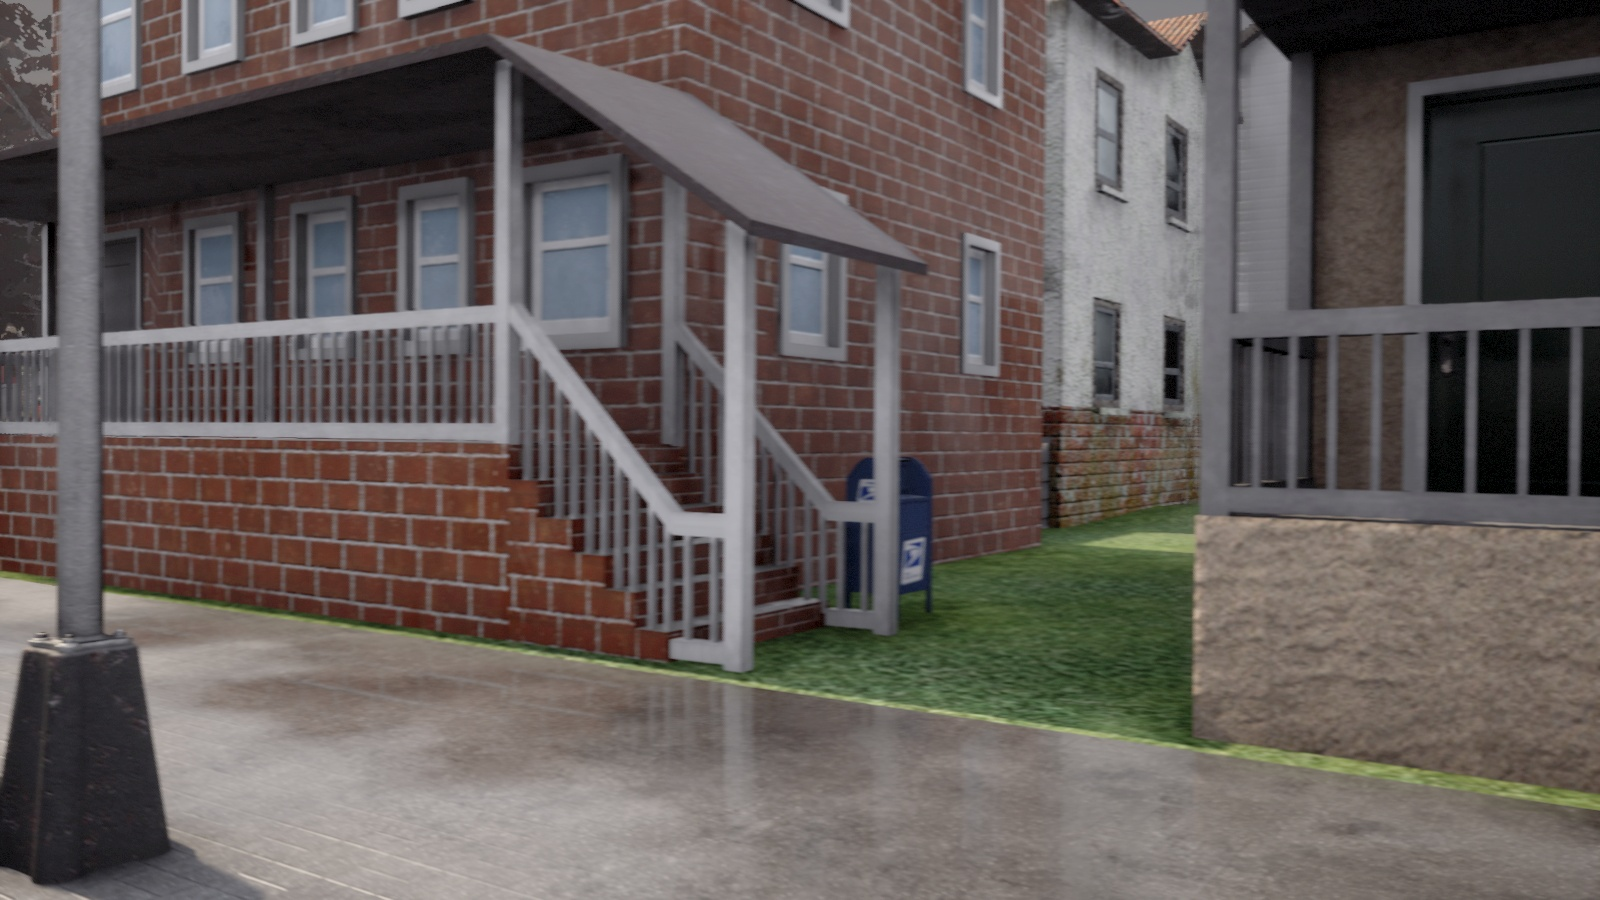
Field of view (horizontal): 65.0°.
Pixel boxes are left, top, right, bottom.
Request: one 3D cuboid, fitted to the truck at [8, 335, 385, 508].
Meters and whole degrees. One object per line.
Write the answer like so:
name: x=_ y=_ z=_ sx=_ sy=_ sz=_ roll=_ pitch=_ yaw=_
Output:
truck: x=-15.015 y=-0.704 z=32.153 sx=2.891 sy=3.827 sz=8.468 roll=0 pitch=1 yaw=30
